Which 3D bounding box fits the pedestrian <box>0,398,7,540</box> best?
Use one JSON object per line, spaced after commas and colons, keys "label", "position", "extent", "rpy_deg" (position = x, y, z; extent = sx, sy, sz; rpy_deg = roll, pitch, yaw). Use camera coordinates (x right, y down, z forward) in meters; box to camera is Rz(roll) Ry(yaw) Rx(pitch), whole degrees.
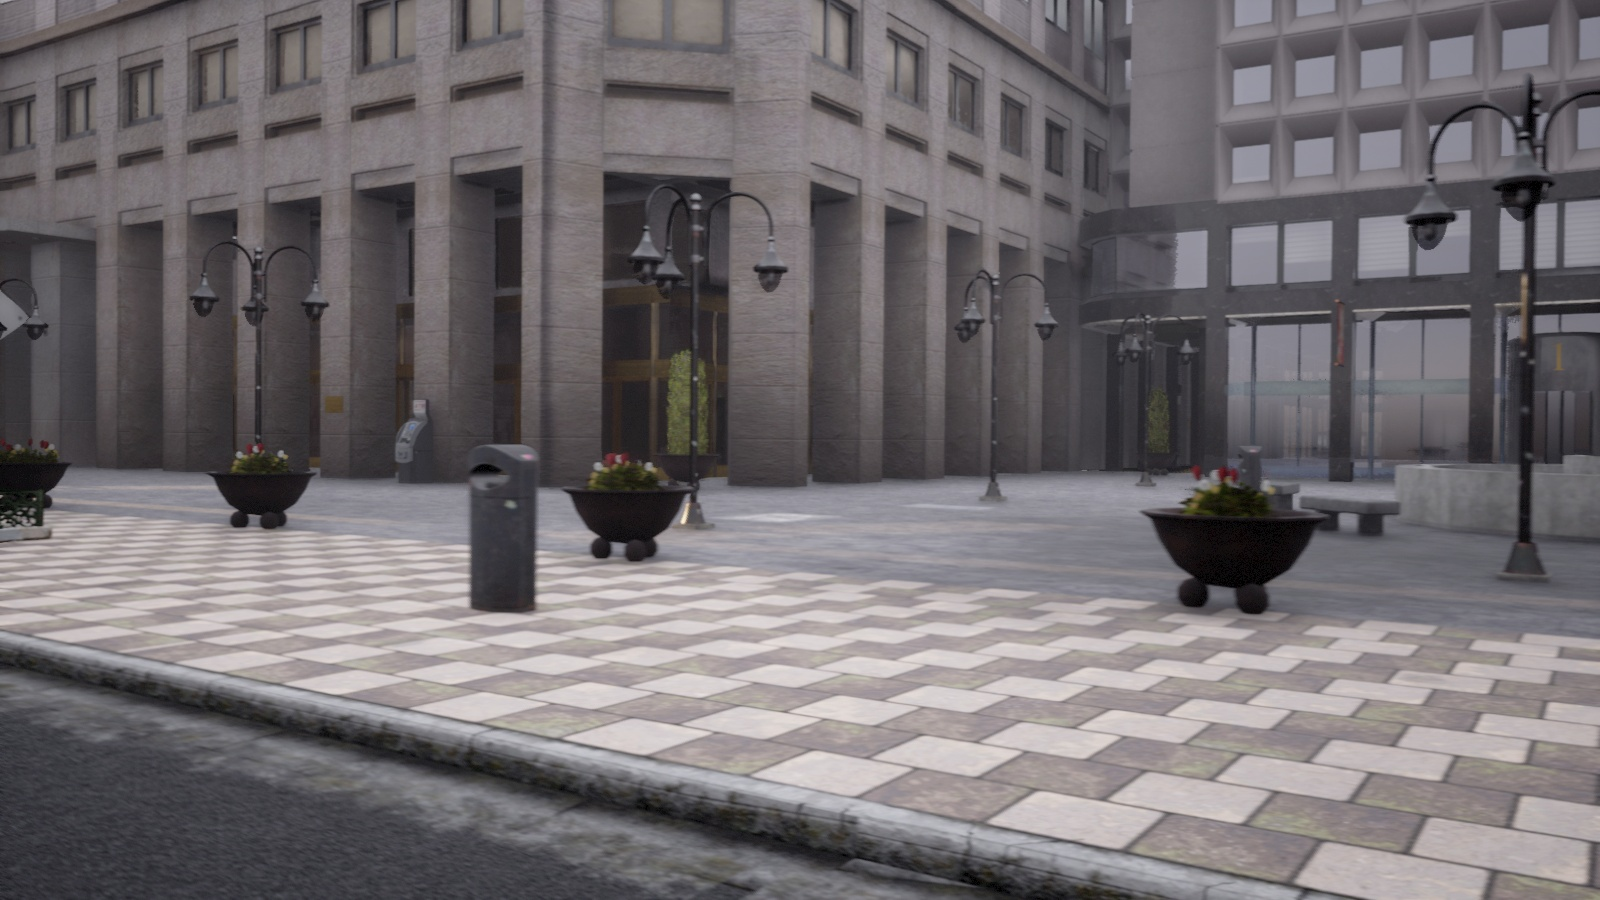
{"label": "pedestrian", "position": [-11.199, 0.258, 17.026], "extent": [0.666, 1.930, 0.402], "rpy_deg": [0, 1, 20]}
